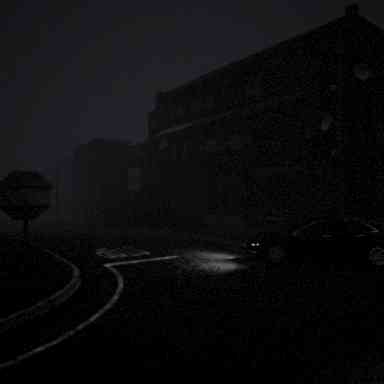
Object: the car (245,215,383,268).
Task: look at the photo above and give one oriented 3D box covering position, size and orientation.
[{"bbox_3d":[4.190,1.545,10.844,4.892,1.490,1.837,-1,-1,6],"label":"car"}]
